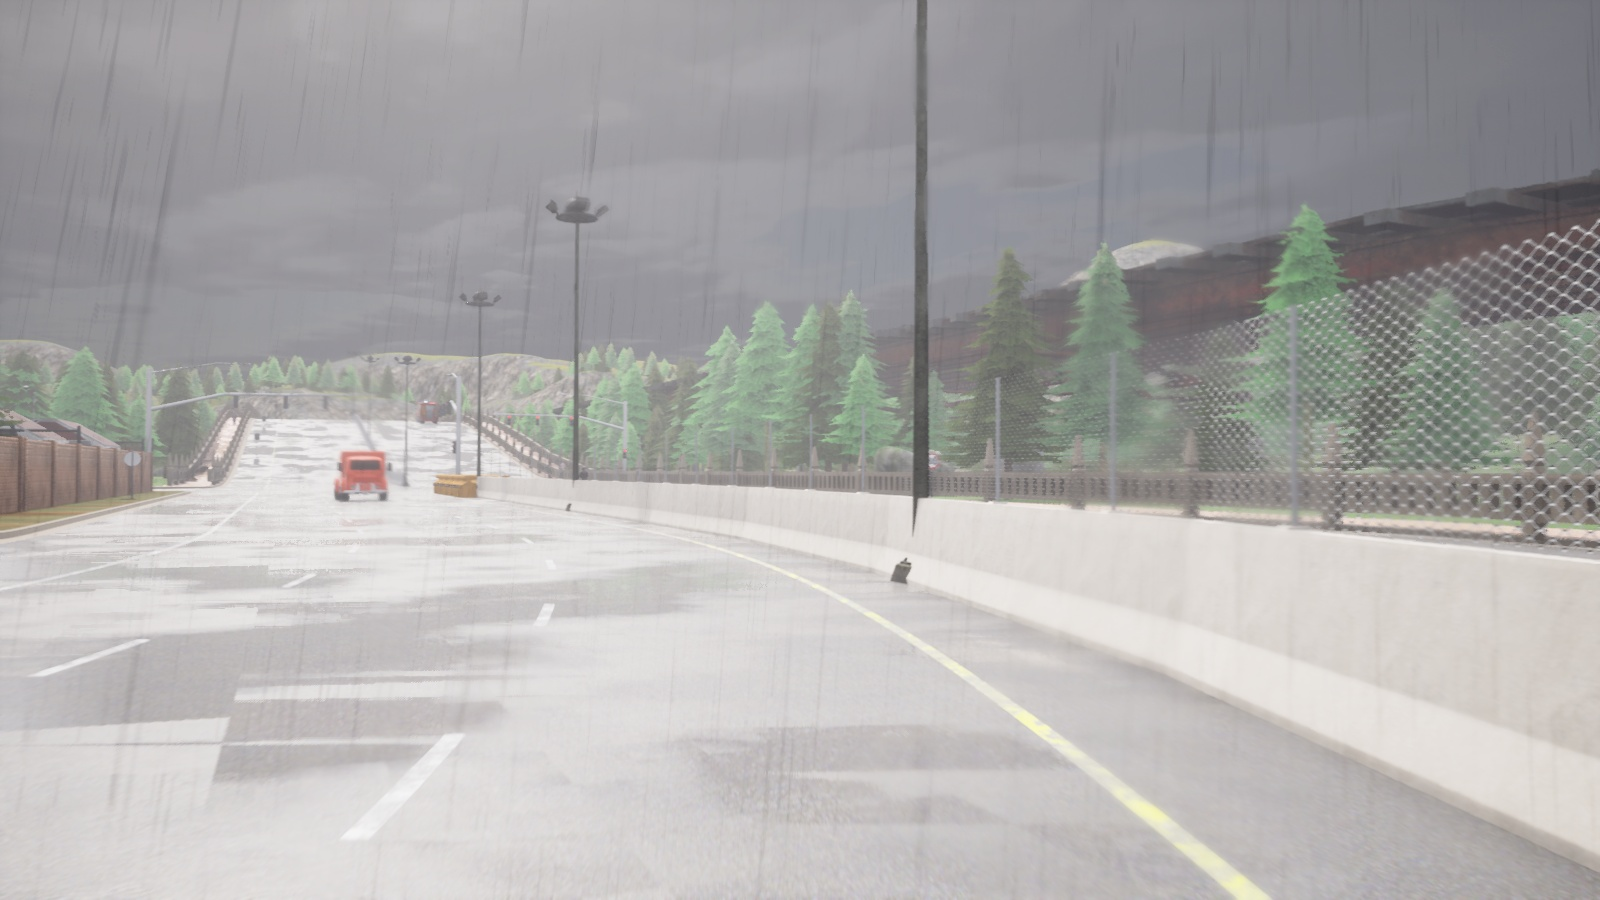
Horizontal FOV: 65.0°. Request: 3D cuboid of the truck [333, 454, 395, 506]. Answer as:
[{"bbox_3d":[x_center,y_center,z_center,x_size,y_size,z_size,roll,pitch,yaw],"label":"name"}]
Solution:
[{"bbox_3d":[-21.795,1.481,62.636,2.627,2.467,5.204,0,-1,-22],"label":"truck"}]
